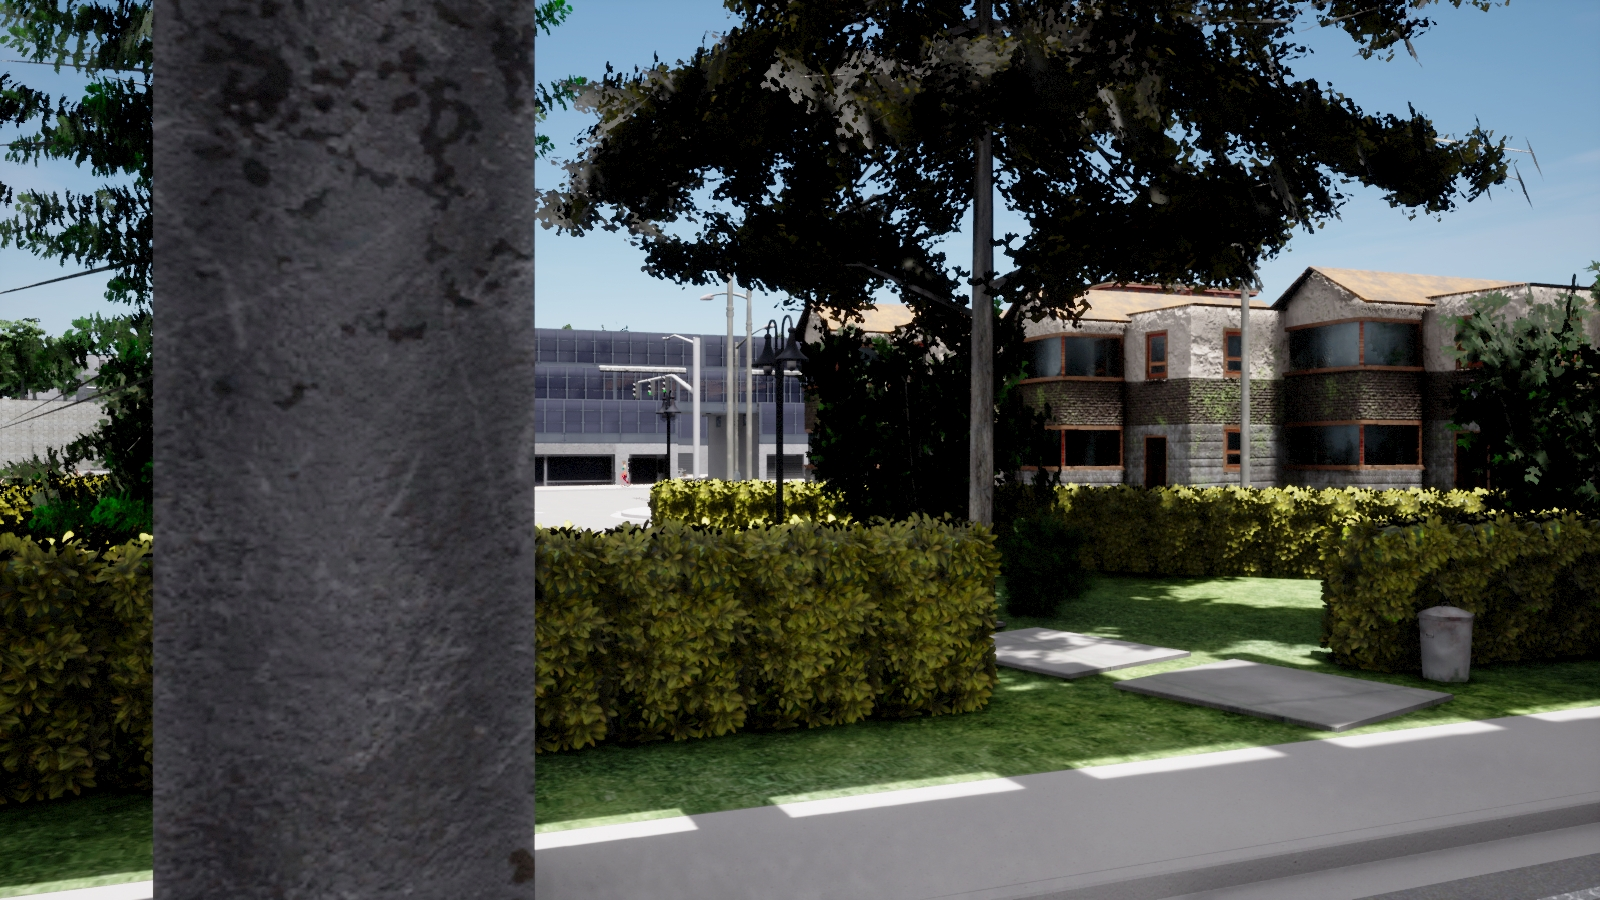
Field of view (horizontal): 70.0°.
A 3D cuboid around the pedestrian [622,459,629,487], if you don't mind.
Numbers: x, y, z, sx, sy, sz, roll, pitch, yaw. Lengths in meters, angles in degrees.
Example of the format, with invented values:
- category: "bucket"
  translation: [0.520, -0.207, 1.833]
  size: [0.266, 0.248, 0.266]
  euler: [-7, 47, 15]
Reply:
- category: "pedestrian"
  translation: [-11.868, 1.574, 77.725]
  size: [0.375, 1.860, 0.375]
  euler: [0, 0, -23]
